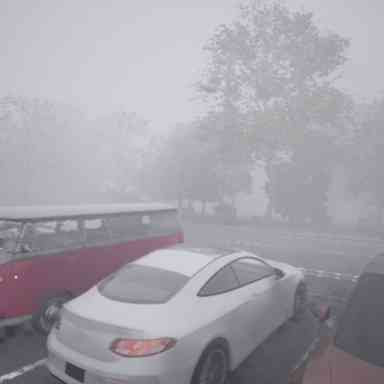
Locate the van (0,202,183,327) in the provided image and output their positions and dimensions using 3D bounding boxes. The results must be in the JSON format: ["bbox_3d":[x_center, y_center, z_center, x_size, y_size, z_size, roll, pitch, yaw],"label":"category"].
[{"bbox_3d":[-2.083,1.216,6.497,1.878,1.987,4.442,1,0,36],"label":"van"}]

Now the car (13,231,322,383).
[{"bbox_3d":[0.240,1.502,4.976,2.002,1.452,4.674,1,0,36],"label":"car"}]
